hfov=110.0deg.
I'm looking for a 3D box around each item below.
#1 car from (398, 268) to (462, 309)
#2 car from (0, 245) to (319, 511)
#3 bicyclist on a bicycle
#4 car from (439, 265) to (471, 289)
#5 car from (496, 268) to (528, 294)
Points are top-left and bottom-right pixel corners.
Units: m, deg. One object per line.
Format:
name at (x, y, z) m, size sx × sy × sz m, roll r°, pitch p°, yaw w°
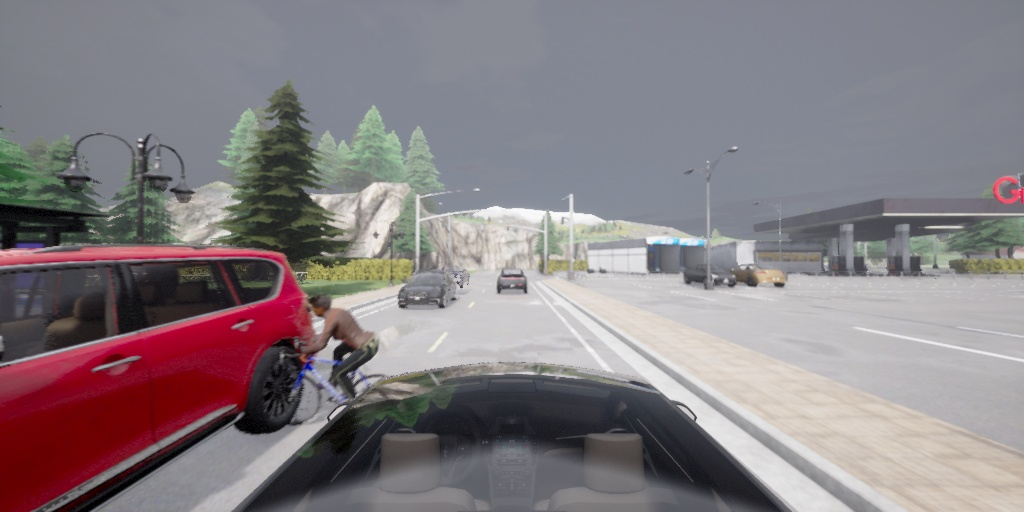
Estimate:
car at (-3.649, 1.439, 16.201) m, size 1.837 × 1.490 × 4.892 m, roll 0°, pitch -1°, yaw 0°
car at (-3.626, 0.951, 2.461) m, size 2.150 × 2.045 × 5.566 m, roll -2°, pitch 1°, yaw 0°
bicyclist on a bicycle at (-2.065, 1.248, 4.187) m, size 1.656 × 1.620 × 0.582 m, roll 4°, pitch 9°, yaw -7°
car at (-3.587, 1.208, 21.315) m, size 1.895 × 1.301 × 4.718 m, roll 0°, pitch -1°, yaw 0°
car at (0.010, 1.506, 22.677) m, size 2.128 × 1.511 × 4.902 m, roll 0°, pitch -1°, yaw -1°
